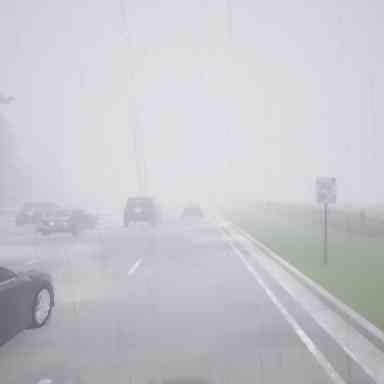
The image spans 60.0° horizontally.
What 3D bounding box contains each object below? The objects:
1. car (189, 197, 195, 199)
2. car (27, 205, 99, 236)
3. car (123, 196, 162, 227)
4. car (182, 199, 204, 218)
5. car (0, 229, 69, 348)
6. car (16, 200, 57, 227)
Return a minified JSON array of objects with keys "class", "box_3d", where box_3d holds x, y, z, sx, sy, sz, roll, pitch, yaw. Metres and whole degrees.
[{"class":"car","box_3d":[0.023,1.713,60.650,1.801,1.575,5.366,0,0,0]},{"class":"car","box_3d":[-6.892,1.627,18.907,2.033,1.411,5.357,0,0,0]},{"class":"car","box_3d":[-3.390,1.321,23.545,2.150,2.045,5.566,0,0,0]},{"class":"car","box_3d":[0.053,1.658,31.188,1.812,1.442,4.674,0,0,1]},{"class":"car","box_3d":[-3.398,1.523,4.102,1.837,1.490,4.892,0,0,0]},{"class":"car","box_3d":[-10.391,1.451,23.496,2.097,1.767,4.553,0,0,0]}]
